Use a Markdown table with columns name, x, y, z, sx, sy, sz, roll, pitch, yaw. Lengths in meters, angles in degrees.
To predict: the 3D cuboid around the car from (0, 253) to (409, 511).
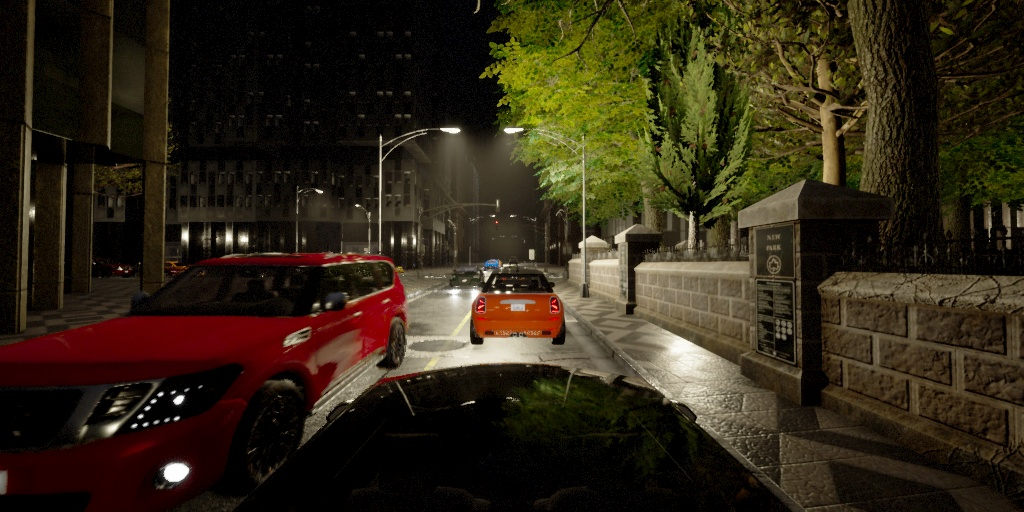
| name | x | y | z | sx | sy | sz | roll | pitch | yaw |
| --- | --- | --- | --- | --- | --- | --- | --- | --- | --- |
| car | -3.089 | 0.973 | 4.860 | 2.150 | 2.045 | 5.566 | 0 | 0 | 0 |

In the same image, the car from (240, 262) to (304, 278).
| name | x | y | z | sx | sy | sz | roll | pitch | yaw |
| --- | --- | --- | --- | --- | --- | --- | --- | --- | --- |
| car | -22.826 | 1.289 | 34.215 | 4.892 | 1.490 | 1.837 | 0 | -1 | 1 |

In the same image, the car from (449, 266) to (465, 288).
| name | x | y | z | sx | sy | sz | roll | pitch | yaw |
| --- | --- | --- | --- | --- | --- | --- | --- | --- | --- |
| car | -2.906 | 1.336 | 23.921 | 1.994 | 1.385 | 4.181 | 0 | 0 | 0 |

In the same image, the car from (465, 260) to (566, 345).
| name | x | y | z | sx | sy | sz | roll | pitch | yaw |
| --- | --- | --- | --- | --- | --- | --- | --- | --- | --- |
| car | 0.128 | 1.107 | 9.678 | 2.097 | 1.767 | 4.553 | 0 | 0 | 0 |

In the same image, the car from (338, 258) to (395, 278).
| name | x | y | z | sx | sy | sz | roll | pitch | yaw |
| --- | --- | --- | --- | --- | --- | --- | --- | --- | --- |
| car | -13.742 | 1.125 | 34.126 | 4.553 | 1.767 | 2.097 | 0 | -1 | 0 |

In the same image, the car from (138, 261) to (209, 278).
| name | x | y | z | sx | sy | sz | roll | pitch | yaw |
| --- | --- | --- | --- | --- | --- | --- | --- | --- | --- |
| car | -32.331 | 1.275 | 34.317 | 5.008 | 1.535 | 1.882 | 0 | -1 | 0 |
